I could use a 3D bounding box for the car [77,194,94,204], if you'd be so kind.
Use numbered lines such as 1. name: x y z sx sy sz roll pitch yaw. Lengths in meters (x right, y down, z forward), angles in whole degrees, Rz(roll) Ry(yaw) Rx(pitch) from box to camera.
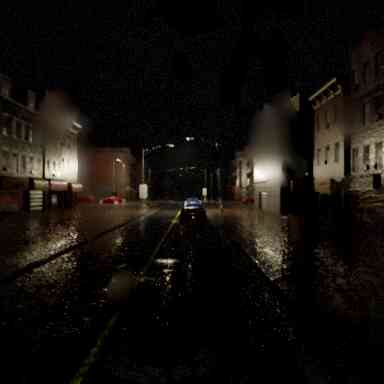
1. car: -20.110 1.212 59.688 5.009 1.841 2.192 0 -1 0

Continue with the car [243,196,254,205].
1. car: 11.733 1.443 59.733 5.009 1.841 2.192 0 -1 0

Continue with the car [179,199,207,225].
1. car: 0.103 1.492 24.356 2.128 1.511 4.902 0 0 0

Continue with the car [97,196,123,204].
1. car: -14.678 1.479 59.693 4.507 1.381 1.887 0 -1 0
